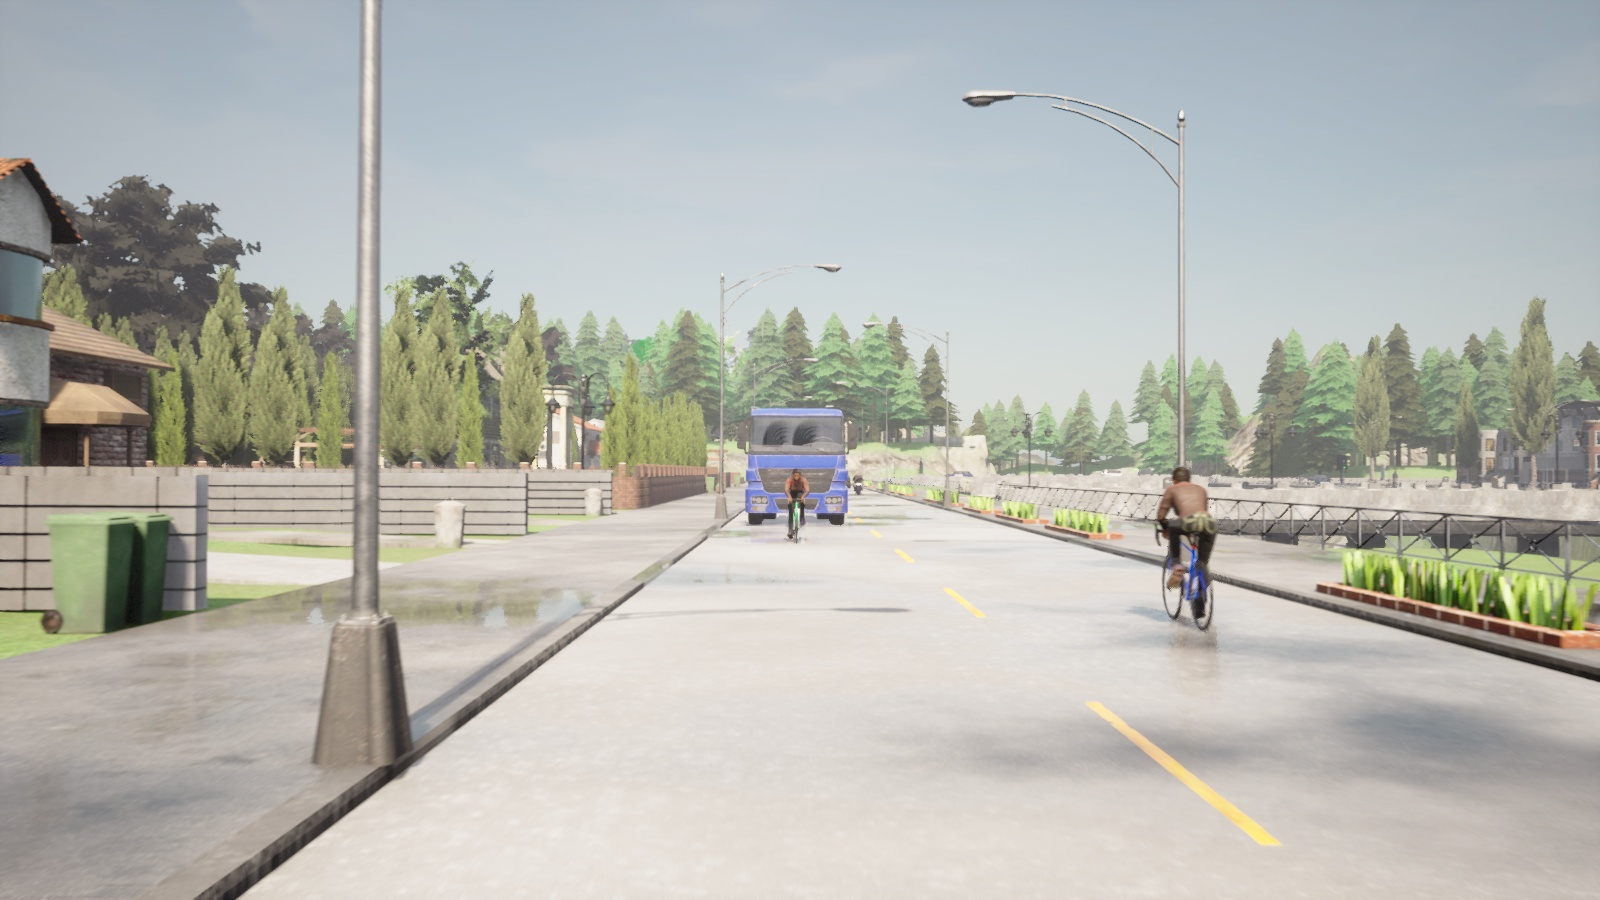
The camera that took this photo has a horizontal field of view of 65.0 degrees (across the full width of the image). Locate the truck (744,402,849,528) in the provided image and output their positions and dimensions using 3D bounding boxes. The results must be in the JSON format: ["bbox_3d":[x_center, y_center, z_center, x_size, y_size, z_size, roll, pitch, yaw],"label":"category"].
[{"bbox_3d":[-0.095,0.481,38.689,2.891,3.462,7.936,0,-1,0],"label":"truck"}]

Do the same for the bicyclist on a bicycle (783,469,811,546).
[{"bbox_3d":[-0.064,1.224,27.271,0.582,1.620,1.656,0,-1,0],"label":"bicyclist on a bicycle"}]

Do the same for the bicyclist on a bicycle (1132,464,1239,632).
[{"bbox_3d":[3.969,0.970,13.035,0.582,1.620,1.656,0,-1,0],"label":"bicyclist on a bicycle"}]
